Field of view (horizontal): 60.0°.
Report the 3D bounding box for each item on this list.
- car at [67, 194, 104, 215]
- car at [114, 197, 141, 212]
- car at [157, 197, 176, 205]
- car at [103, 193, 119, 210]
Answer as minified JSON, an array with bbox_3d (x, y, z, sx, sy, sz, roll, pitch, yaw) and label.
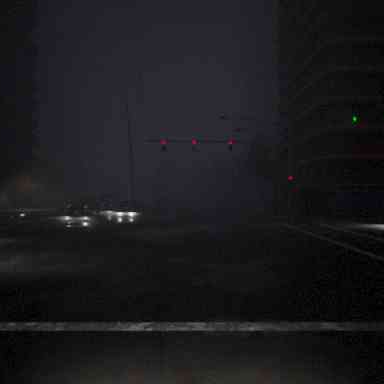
[{"bbox_3d":[-10.603,1.313,32.718,2.097,1.767,4.553,0,0,0],"label":"car"},{"bbox_3d":[-7.078,1.519,37.674,1.994,1.385,4.181,0,0,1],"label":"car"},{"bbox_3d":[-4.655,1.517,59.068,1.895,1.301,4.718,0,0,-27],"label":"car"},{"bbox_3d":[-10.593,1.171,42.307,2.150,2.045,5.566,0,0,0],"label":"car"}]
